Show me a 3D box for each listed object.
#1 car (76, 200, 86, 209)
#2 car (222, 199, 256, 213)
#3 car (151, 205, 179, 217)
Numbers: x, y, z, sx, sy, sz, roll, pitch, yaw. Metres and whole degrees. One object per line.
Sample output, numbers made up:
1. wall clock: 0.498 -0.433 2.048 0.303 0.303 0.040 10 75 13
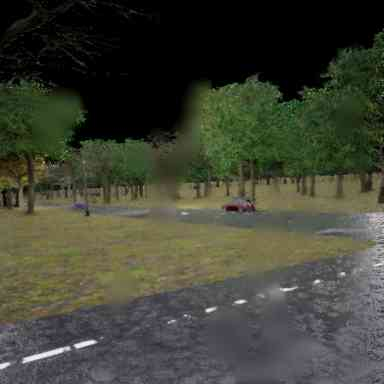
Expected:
1. car: -26.067 2.917 78.499 2.150 2.045 5.566 -4 1 -28
2. car: 5.815 1.669 41.860 2.097 1.767 4.553 -4 1 -36
3. car: -3.523 2.387 42.900 2.128 1.511 4.902 -4 1 -36
